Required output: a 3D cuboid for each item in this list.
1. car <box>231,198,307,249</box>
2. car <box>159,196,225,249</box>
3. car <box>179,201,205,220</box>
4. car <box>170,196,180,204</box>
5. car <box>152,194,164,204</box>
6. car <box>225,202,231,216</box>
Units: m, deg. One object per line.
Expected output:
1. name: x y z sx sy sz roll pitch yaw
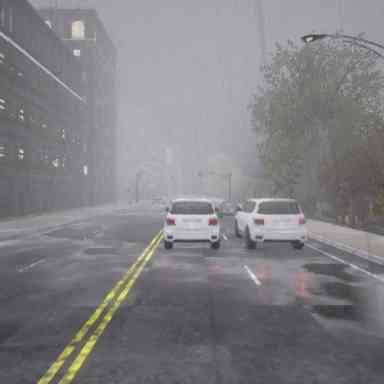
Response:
1. car: 3.249 1.257 14.680 2.150 2.045 5.566 0 0 0
2. car: -0.001 1.257 14.680 2.150 2.045 5.566 0 0 0
3. car: -0.001 1.565 29.650 2.033 1.411 5.357 0 0 0
4. car: -3.251 1.581 64.651 1.812 1.442 4.674 0 0 0
5. car: -6.500 1.348 64.622 2.150 2.045 5.566 0 0 0
6. car: 3.250 1.565 29.650 2.033 1.411 5.357 0 0 0
